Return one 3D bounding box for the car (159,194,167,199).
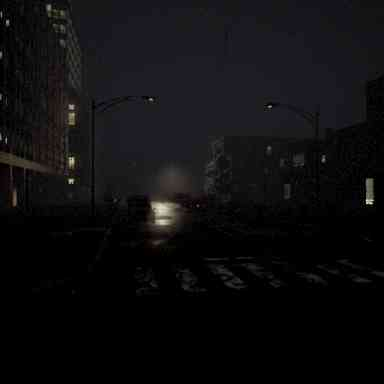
[{"bbox_3d":[-7.945,1.244,90.207,1.802,1.307,4.206,1,0,-11],"label":"car"}]

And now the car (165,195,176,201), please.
[{"bbox_3d":[-4.787,1.286,73.899,1.947,1.339,4.313,1,0,-11],"label":"car"}]

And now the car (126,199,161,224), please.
[{"bbox_3d":[-3.542,1.422,23.384,2.008,1.369,4.403,1,0,-11],"label":"car"}]

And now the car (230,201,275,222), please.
[{"bbox_3d":[4.654,1.441,25.141,1.752,1.417,4.829,1,0,-11],"label":"car"}]

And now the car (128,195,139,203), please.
[{"bbox_3d":[-10.910,1.281,61.436,1.947,1.339,4.313,1,0,-11],"label":"car"}]

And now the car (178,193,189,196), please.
[{"bbox_3d":[-0.609,1.328,52.322,1.752,1.417,4.829,1,0,-11],"label":"car"}]

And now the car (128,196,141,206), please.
[{"bbox_3d":[-8.772,1.283,50.397,1.752,1.417,4.829,1,0,-11],"label":"car"}]

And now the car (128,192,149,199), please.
[{"bbox_3d":[-4.592,1.162,28.819,2.192,1.841,5.009,1,0,-11],"label":"car"}]

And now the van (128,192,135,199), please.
[{"bbox_3d":[-16.171,0.957,88.615,1.690,1.788,3.998,1,0,-11],"label":"van"}]

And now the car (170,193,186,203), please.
[{"bbox_3d":[-2.679,1.076,63.026,2.192,1.841,5.009,1,0,-11],"label":"car"}]

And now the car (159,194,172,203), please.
[{"bbox_3d":[-4.805,1.258,60.365,1.837,1.490,4.892,0,0,-11],"label":"car"}]

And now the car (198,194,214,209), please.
[{"bbox_3d":[1.531,1.162,41.282,2.192,1.841,5.009,1,0,-11],"label":"car"}]

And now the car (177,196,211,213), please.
[{"bbox_3d":[0.113,1.404,34.986,2.033,1.411,5.357,0,0,-11],"label":"car"}]

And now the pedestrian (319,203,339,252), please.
[{"bbox_3d":[4.975,1.255,12.109,0.375,1.860,0.375,1,0,-11],"label":"pedestrian"}]

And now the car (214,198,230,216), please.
[{"bbox_3d":[3.634,1.475,30.411,1.802,1.307,4.206,1,0,-11],"label":"car"}]

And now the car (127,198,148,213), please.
[{"bbox_3d":[-5.647,1.374,34.256,2.008,1.369,4.403,1,0,-11],"label":"car"}]

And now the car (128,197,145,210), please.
[{"bbox_3d":[-6.699,1.345,39.692,1.887,1.381,4.507,1,0,-11],"label":"car"}]

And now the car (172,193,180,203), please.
[{"bbox_3d":[-1.627,1.097,57.591,2.192,1.841,5.009,1,0,-11],"label":"car"}]
